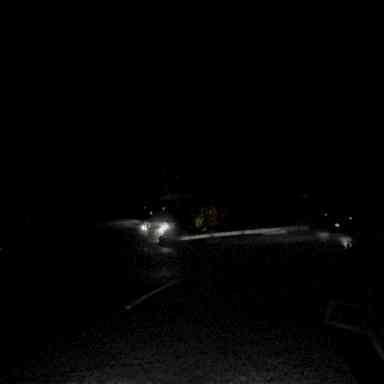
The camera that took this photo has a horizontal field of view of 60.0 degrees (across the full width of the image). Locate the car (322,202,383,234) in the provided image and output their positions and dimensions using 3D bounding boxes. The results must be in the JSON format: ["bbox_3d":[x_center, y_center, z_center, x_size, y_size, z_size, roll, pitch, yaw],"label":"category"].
[{"bbox_3d":[8.518,1.143,15.634,4.718,1.301,1.895,-1,2,-21],"label":"car"}]

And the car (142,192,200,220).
[{"bbox_3d":[-1.052,0.740,20.323,1.812,1.442,4.674,1,4,32],"label":"car"}]

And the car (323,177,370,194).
[{"bbox_3d":[14.213,-0.597,29.597,4.718,1.301,1.895,-4,2,-3],"label":"car"}]
